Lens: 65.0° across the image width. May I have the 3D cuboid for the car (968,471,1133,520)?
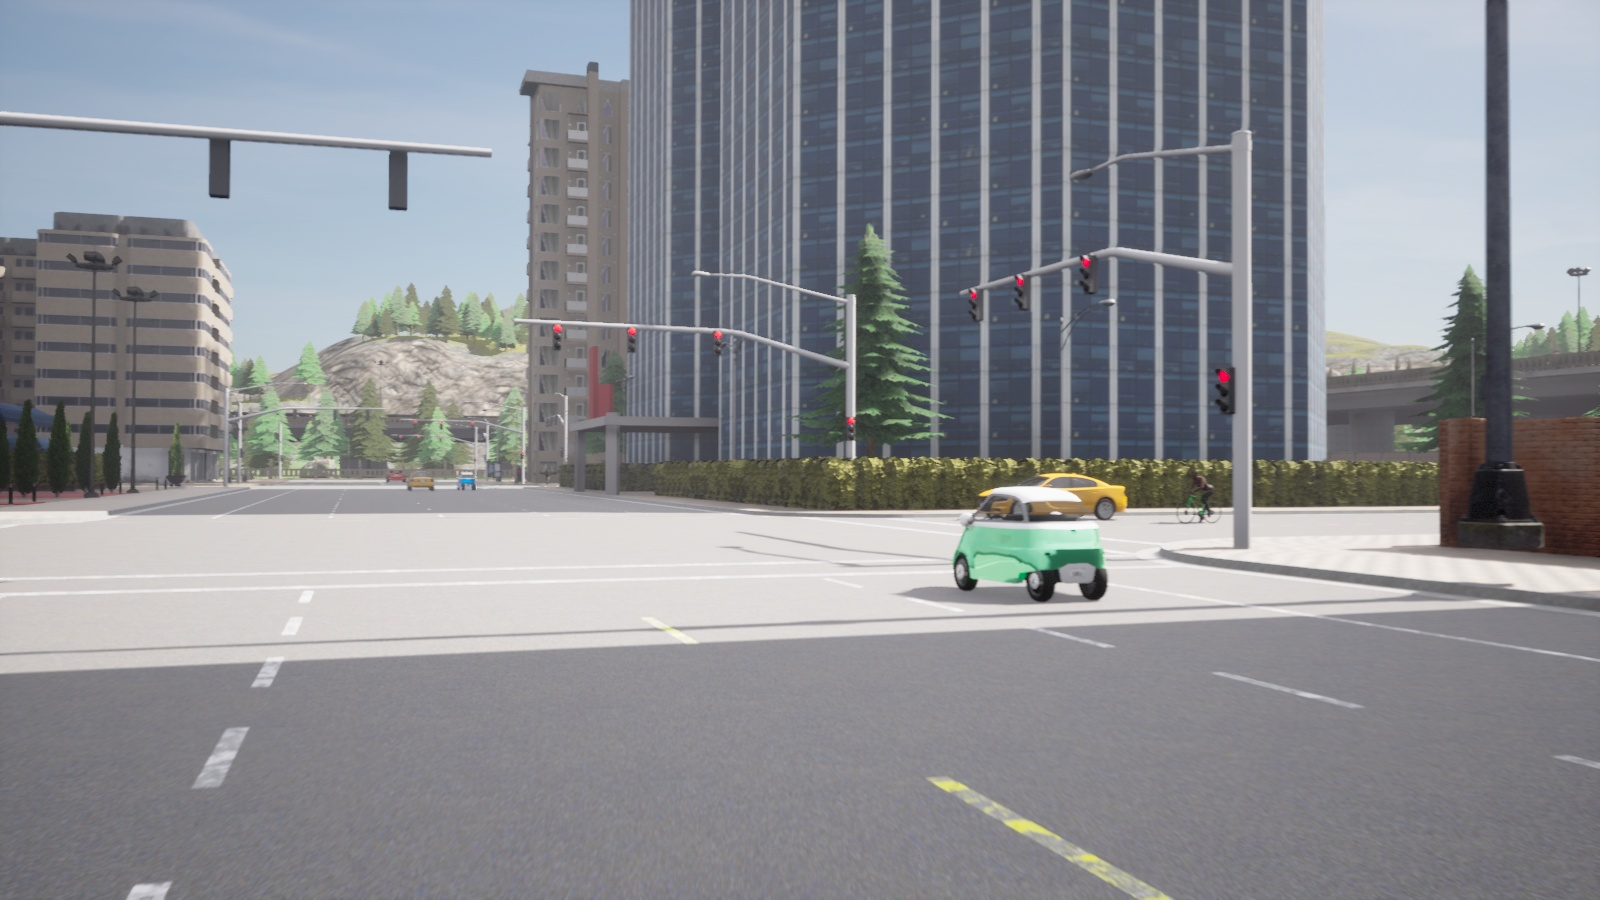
[{"bbox_3d":[8.174,1.449,41.037,5.008,1.535,1.882,0,-1,-19],"label":"car"}]

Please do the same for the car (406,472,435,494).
[{"bbox_3d":[-27.925,2.420,92.261,1.801,1.575,5.366,0,-1,-20],"label":"car"}]

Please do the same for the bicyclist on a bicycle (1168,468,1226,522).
[{"bbox_3d":[12.247,1.369,38.748,1.656,1.620,0.582,0,-1,-19],"label":"bicyclist on a bicycle"}]

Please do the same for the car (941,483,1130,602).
[{"bbox_3d":[2.965,1.129,16.151,1.481,1.376,2.207,0,-1,-19],"label":"car"}]
